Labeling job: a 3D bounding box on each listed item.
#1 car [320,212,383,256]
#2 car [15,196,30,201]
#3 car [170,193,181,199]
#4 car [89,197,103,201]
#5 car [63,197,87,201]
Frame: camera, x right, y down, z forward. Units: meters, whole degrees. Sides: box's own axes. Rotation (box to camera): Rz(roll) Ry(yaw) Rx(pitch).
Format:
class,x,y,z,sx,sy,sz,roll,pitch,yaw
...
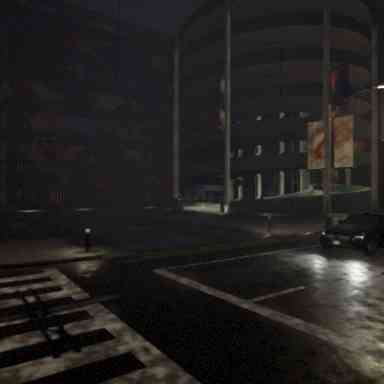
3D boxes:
class,x,y,z,sx,sy,sz,roll,pitch,yaw
car,7.106,1.560,13.365,4.674,1.442,1.812,0,0,-36
car,-26.638,1.439,52.067,2.161,1.482,4.786,0,0,-36
car,-2.470,1.129,70.014,2.435,2.045,5.566,0,0,-36
car,-16.987,1.518,58.517,1.895,1.301,4.718,0,0,-36
car,-16.162,1.355,44.584,2.002,1.452,4.674,0,0,-36
